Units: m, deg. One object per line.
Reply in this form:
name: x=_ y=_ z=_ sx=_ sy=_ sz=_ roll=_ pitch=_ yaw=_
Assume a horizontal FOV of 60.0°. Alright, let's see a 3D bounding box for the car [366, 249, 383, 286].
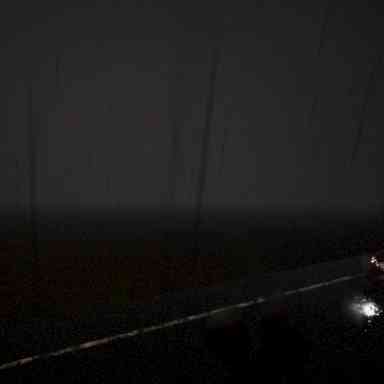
car: x=6.371 y=1.630 z=8.538 sx=4.674 sy=1.442 sz=1.812 roll=1 pitch=0 yaw=-36
